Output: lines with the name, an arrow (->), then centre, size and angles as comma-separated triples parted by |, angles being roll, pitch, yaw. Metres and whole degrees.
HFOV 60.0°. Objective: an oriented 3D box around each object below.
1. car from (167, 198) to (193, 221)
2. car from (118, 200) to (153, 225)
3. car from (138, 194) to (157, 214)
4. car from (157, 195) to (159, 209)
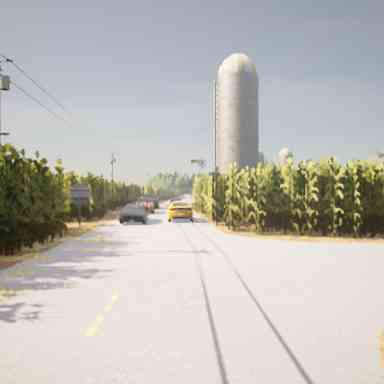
car -> -1.017, 1.489, 27.108 | 1.882, 1.535, 5.008 | 0, 0, -5
car -> -4.227, 1.558, 24.745 | 2.033, 1.411, 5.357 | 0, 0, -4
car -> -5.066, 1.366, 35.324 | 2.097, 1.767, 4.553 | 0, 0, -4
car -> -5.680, 1.240, 45.505 | 2.150, 2.045, 5.566 | 0, 0, -2
